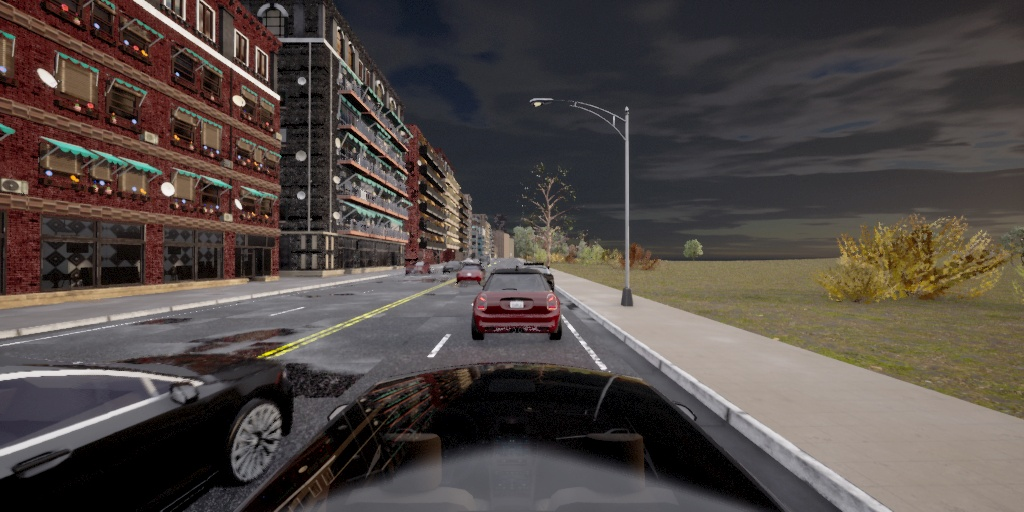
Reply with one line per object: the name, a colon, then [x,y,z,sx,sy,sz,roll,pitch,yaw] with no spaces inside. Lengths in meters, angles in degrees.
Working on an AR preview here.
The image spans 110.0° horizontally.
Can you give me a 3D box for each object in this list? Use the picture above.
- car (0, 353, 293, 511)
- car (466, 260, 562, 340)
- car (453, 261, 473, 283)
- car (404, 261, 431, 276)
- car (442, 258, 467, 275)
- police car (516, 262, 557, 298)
car: [-3.153,1.241,1.703,2.128,1.511,4.902,0,0,0]
car: [0.114,1.103,10.109,2.097,1.767,4.553,0,0,0]
car: [-3.089,1.315,27.926,1.994,1.385,4.181,0,0,0]
car: [-9.767,1.277,37.665,1.812,1.442,4.674,0,0,0]
car: [-6.512,1.256,40.004,1.837,1.490,4.892,0,0,0]
police car: [1.178,1.177,19.604,1.930,1.638,5.238,0,0,0]
